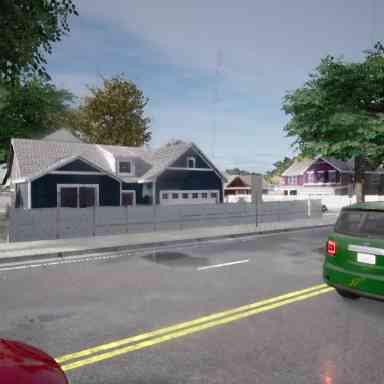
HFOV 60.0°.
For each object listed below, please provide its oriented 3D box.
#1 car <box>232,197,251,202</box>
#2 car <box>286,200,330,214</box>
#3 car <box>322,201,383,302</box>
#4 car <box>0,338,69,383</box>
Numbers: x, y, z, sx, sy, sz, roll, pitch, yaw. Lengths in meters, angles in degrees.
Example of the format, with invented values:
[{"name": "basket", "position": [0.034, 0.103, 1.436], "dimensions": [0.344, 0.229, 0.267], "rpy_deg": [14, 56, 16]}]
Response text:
[{"name": "car", "position": [7.331, 1.426, 44.762], "dimensions": [2.097, 1.767, 4.553], "rpy_deg": [-1, 0, -31]}, {"name": "car", "position": [12.646, 1.574, 36.443], "dimensions": [1.994, 1.385, 4.181], "rpy_deg": [-1, 0, -34]}, {"name": "car", "position": [5.144, 1.209, 7.149], "dimensions": [5.566, 2.045, 2.150], "rpy_deg": [0, 0, -35]}, {"name": "car", "position": [-3.056, 1.476, 1.263], "dimensions": [5.008, 1.535, 1.882], "rpy_deg": [0, 0, -35]}]
